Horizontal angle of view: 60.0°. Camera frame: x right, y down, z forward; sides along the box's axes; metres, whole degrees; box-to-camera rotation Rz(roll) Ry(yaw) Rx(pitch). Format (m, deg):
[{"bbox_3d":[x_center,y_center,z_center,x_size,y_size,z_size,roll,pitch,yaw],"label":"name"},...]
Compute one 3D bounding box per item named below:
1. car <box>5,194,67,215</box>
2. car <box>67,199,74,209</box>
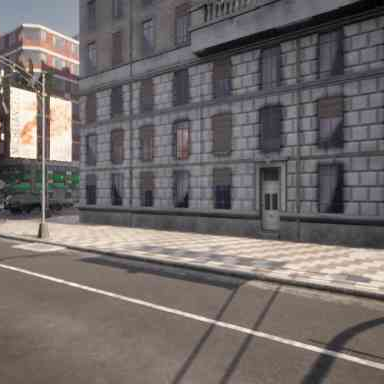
[{"bbox_3d":[-16.327,1.219,34.566,2.150,2.045,5.566,0,0,36],"label":"car"},{"bbox_3d":[-18.065,1.523,44.377,1.812,1.442,4.674,0,0,36],"label":"car"}]
